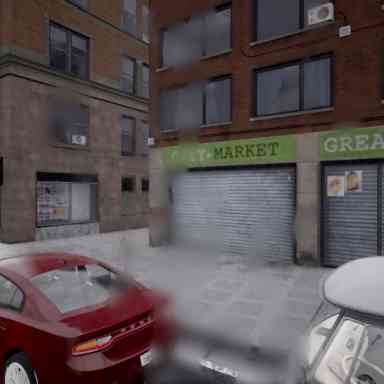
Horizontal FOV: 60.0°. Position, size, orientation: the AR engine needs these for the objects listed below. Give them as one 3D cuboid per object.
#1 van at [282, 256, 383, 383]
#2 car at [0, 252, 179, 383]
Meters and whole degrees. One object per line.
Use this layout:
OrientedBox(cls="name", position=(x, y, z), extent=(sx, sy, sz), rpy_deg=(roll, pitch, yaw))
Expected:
OrientedBox(cls="van", position=(2.353, 1.341, 1.400), extent=(3.998, 1.788, 1.690), rpy_deg=(0, 0, 35))
OrientedBox(cls="car", position=(-2.259, 1.544, 4.682), extent=(4.507, 1.381, 1.887), rpy_deg=(0, 0, 35))
